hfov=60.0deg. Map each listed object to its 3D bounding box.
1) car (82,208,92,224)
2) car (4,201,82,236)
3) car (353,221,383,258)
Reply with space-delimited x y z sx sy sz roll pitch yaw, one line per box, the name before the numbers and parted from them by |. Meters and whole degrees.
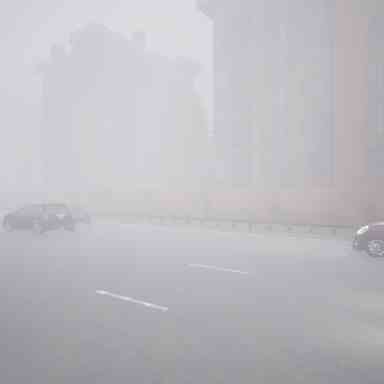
car | -8.925 1.563 23.257 4.181 1.385 1.994 0 0 35
car | -8.626 1.351 18.744 4.553 1.767 2.097 0 0 35
car | 7.967 1.353 11.208 4.553 1.767 2.097 0 0 35
